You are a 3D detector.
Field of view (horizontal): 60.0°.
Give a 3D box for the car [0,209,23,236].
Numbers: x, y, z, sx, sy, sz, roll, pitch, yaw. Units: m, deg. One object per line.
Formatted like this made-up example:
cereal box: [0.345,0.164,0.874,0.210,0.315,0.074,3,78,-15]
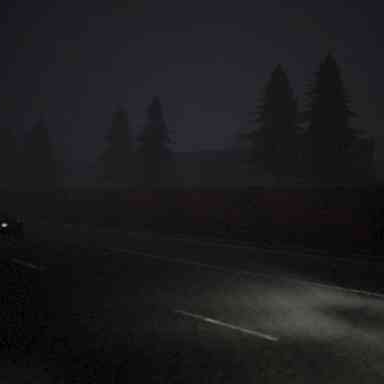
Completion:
car: [-10.569,1.570,17.312,4.181,1.385,1.994,0,0,40]
